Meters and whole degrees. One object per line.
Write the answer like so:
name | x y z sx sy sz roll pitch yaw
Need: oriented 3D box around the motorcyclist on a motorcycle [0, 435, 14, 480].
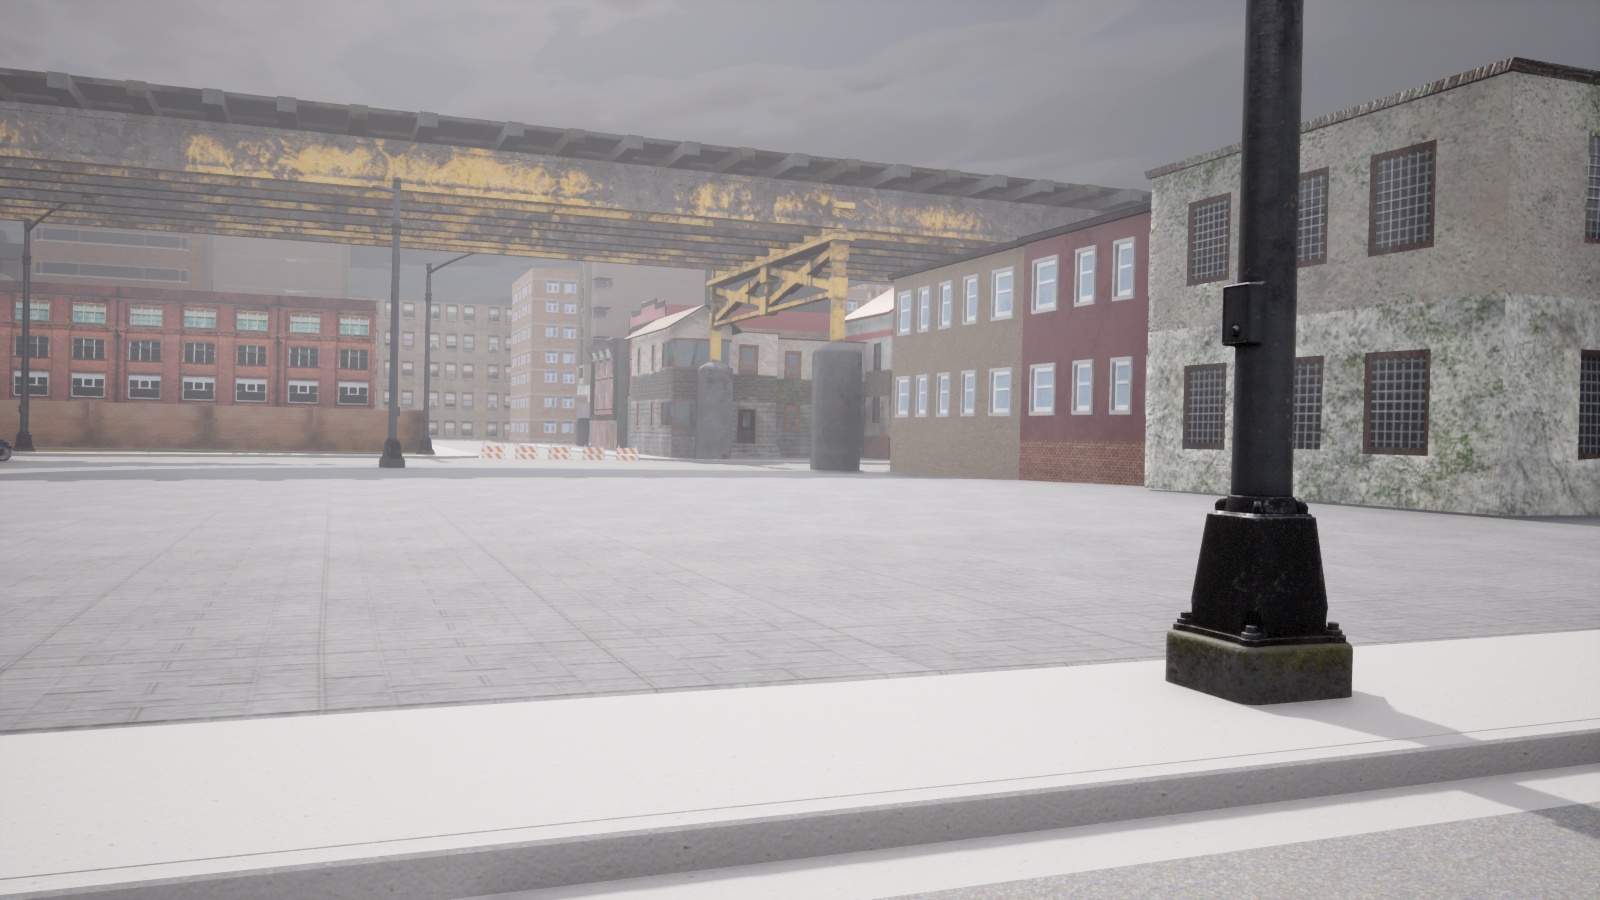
motorcyclist on a motorcycle | -29.875 0.292 45.437 0.766 1.649 2.350 1 1 30
